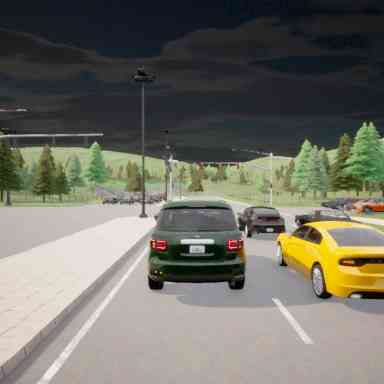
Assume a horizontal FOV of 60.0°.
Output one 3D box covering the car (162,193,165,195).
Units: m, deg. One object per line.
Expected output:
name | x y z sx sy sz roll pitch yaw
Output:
car | -8.130 1.552 78.144 1.994 1.385 4.181 0 0 0

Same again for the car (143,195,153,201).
car | -11.645 1.552 88.174 1.994 1.385 4.181 0 0 0

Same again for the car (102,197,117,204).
car | -15.154 1.564 61.629 1.994 1.385 4.181 0 0 0

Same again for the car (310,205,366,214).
car | 7.074 1.601 17.887 1.895 1.301 4.718 0 0 0

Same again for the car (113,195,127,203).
car | -15.116 1.500 70.302 1.837 1.490 4.892 0 0 0

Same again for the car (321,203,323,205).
car | 20.331 1.548 44.928 5.357 1.411 2.033 0 0 1

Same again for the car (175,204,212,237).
car | 0.072 1.505 19.089 1.837 1.490 4.892 0 0 0

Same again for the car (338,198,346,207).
car | 19.653 1.525 37.936 4.674 1.442 1.812 0 0 1

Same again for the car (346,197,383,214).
car | 18.994 1.351 34.430 4.553 1.767 2.097 0 0 0

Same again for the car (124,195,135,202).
car | -15.134 1.478 80.690 1.882 1.535 5.008 0 0 0

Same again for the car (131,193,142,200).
car | -15.139 1.224 91.232 2.150 2.045 5.566 0 0 0

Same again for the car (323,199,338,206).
car | 19.414 1.506 41.438 4.892 1.490 1.837 0 0 1

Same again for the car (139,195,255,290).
car | 0.088 1.221 9.232 2.150 2.045 5.566 0 0 0

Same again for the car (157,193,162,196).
car | -8.115 1.355 69.635 2.097 1.767 4.553 0 0 0

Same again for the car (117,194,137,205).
car | -11.709 1.526 60.205 1.812 1.442 4.674 0 0 1

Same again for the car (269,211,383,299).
car | 3.586 1.478 8.488 1.882 1.535 5.008 0 0 0

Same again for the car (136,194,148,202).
car | -11.630 1.355 78.162 2.097 1.767 4.553 0 0 0

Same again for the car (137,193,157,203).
car | -8.164 1.491 60.555 2.128 1.511 4.902 0 0 0

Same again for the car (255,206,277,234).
car | 3.574 1.505 17.712 1.837 1.490 4.892 0 0 0
